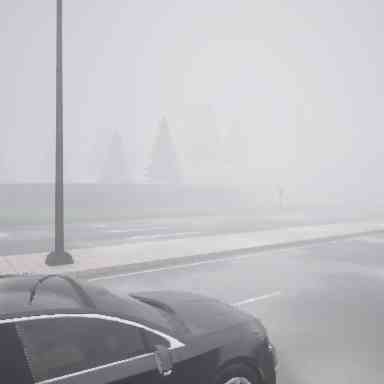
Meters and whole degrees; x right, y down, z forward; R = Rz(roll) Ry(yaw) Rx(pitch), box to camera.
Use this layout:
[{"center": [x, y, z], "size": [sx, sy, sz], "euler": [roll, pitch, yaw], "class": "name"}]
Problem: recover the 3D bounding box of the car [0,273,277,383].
[{"center": [-1.362, 1.505, 2.783], "size": [4.892, 1.490, 1.837], "euler": [0, 0, -35], "class": "car"}]
